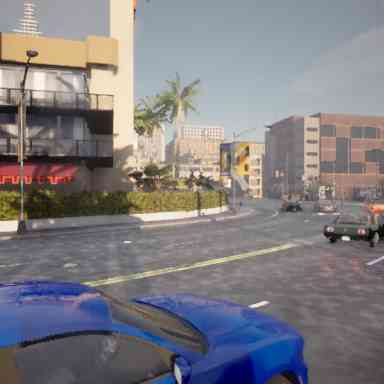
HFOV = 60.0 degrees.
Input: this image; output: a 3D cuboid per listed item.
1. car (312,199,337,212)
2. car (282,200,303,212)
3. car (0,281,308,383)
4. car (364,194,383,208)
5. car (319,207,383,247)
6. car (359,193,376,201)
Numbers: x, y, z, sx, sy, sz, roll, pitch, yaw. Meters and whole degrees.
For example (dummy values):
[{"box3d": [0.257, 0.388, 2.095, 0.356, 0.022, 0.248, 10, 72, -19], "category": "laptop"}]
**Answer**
[{"box3d": [14.860, 1.509, 37.280, 1.812, 1.442, 4.674, 0, 0, 11], "category": "car"}, {"box3d": [11.477, 1.580, 38.131, 1.895, 1.301, 4.718, 0, 0, 10], "category": "car"}, {"box3d": [-1.159, 1.475, 2.480, 5.008, 1.535, 1.882, 0, 0, -36], "category": "car"}, {"box3d": [15.936, 1.339, 28.330, 2.097, 1.767, 4.553, 0, 0, 22], "category": "car"}, {"box3d": [7.747, 1.595, 15.166, 1.895, 1.301, 4.718, 0, 0, 42], "category": "car"}, {"box3d": [36.605, 1.224, 70.992, 2.185, 1.767, 4.553, 0, 0, -14], "category": "car"}]
